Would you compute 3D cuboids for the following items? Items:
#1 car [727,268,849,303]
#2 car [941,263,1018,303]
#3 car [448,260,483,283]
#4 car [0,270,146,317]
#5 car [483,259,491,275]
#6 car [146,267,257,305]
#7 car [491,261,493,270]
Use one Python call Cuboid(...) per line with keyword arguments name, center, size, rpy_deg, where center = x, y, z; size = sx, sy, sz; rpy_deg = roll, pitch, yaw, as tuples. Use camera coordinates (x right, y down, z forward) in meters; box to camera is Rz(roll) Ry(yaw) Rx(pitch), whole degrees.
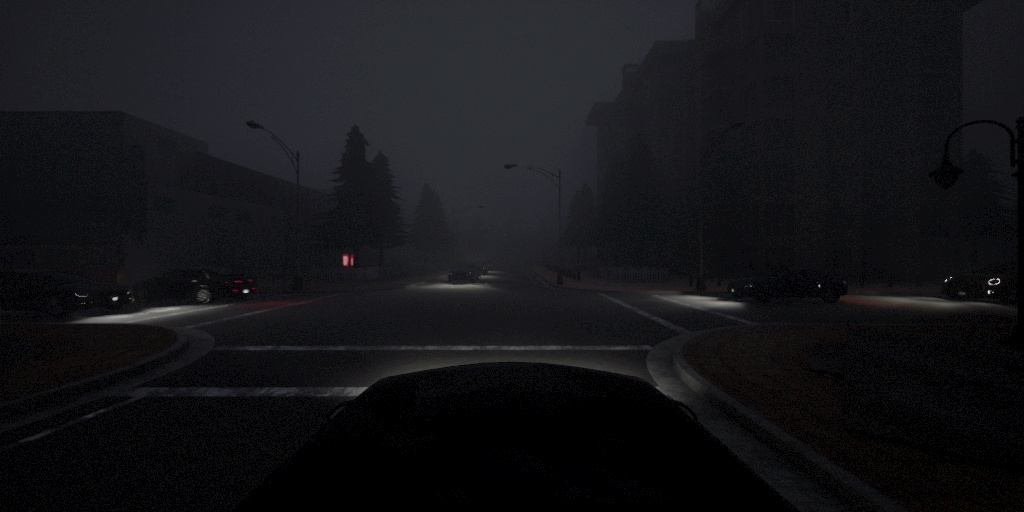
Cuboid(name="car", center=(12.150, 1.257, 15.932), size=(4.674, 1.442, 1.812), rpy_deg=(0, 0, 0))
Cuboid(name="car", center=(22.176, 1.083, 15.865), size=(4.553, 1.767, 2.097), rpy_deg=(0, 0, 0))
Cuboid(name="car", center=(-3.726, 1.221, 28.228), size=(1.882, 1.535, 5.008), rpy_deg=(0, 0, 2))
Cuboid(name="car", center=(-16.183, 1.237, 12.442), size=(4.892, 1.490, 1.837), rpy_deg=(0, 0, 0))
Cuboid(name="car", center=(-3.700, 1.218, 39.377), size=(1.882, 1.535, 5.008), rpy_deg=(0, 0, 0))
Cuboid(name="car", center=(-13.677, 1.236, 15.495), size=(4.892, 1.490, 1.837), rpy_deg=(0, 0, 7))
Cuboid(name="car", center=(-3.684, 1.216, 49.838), size=(1.882, 1.535, 5.008), rpy_deg=(0, 0, 1))
